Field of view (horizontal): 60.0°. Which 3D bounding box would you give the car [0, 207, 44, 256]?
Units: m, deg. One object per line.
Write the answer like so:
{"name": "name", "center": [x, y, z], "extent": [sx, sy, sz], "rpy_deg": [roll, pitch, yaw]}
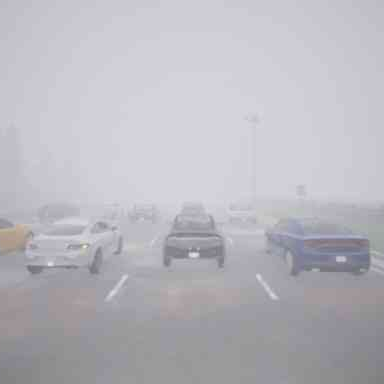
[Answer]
{"name": "car", "center": [-6.934, 1.462, 10.697], "extent": [1.882, 1.535, 5.008], "rpy_deg": [0, 0, 0]}

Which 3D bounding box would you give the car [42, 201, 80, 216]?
{"name": "car", "center": [-10.430, 1.454, 26.402], "extent": [2.128, 1.511, 4.902], "rpy_deg": [0, 0, 0]}

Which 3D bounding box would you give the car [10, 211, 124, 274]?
{"name": "car", "center": [-3.433, 1.512, 10.376], "extent": [1.812, 1.442, 4.674], "rpy_deg": [0, -1, 0]}

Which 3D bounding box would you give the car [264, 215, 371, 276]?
{"name": "car", "center": [3.564, 1.462, 10.390], "extent": [1.882, 1.535, 5.008], "rpy_deg": [0, 0, 0]}

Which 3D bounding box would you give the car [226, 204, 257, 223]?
{"name": "car", "center": [3.563, 1.564, 24.947], "extent": [1.895, 1.301, 4.718], "rpy_deg": [0, 0, 0]}

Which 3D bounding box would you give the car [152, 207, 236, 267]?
{"name": "car", "center": [0.069, 1.475, 11.361], "extent": [2.128, 1.511, 4.902], "rpy_deg": [0, 0, 0]}

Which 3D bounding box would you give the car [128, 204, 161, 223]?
{"name": "car", "center": [-3.437, 1.564, 24.947], "extent": [1.895, 1.301, 4.718], "rpy_deg": [0, 0, 0]}

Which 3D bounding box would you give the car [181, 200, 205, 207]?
{"name": "car", "center": [0.078, 1.436, 27.926], "extent": [1.882, 1.535, 5.008], "rpy_deg": [0, 0, 0]}

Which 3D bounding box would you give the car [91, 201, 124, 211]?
{"name": "car", "center": [-6.922, 1.485, 27.372], "extent": [1.812, 1.442, 4.674], "rpy_deg": [0, 0, 0]}
